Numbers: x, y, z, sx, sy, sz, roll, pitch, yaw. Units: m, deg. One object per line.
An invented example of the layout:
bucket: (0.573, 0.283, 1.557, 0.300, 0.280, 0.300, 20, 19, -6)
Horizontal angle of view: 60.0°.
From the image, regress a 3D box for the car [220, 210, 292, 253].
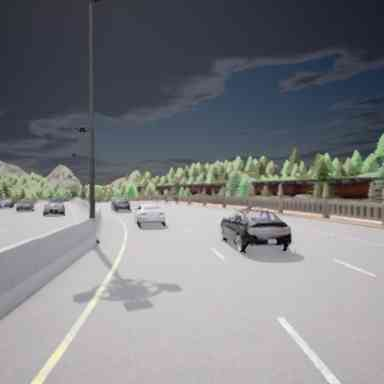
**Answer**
car: (2.422, 1.470, 13.687, 2.128, 1.511, 4.902, 0, 0, -7)

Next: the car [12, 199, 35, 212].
car: (-20.302, 1.634, 40.687, 1.837, 1.490, 4.892, -1, 0, -21)

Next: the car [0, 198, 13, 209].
car: (-27.375, 1.669, 49.178, 2.128, 1.511, 4.902, 0, 0, -21)

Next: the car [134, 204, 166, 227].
car: (-2.965, 1.531, 23.059, 1.812, 1.442, 4.674, 0, 0, -13)

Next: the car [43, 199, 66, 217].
car: (-13.466, 1.644, 32.686, 1.994, 1.385, 4.181, 0, 0, -20)

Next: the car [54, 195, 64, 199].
car: (-28.508, 1.526, 71.294, 2.097, 1.767, 4.553, 0, 0, -21)

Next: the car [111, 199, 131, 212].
car: (-8.597, 1.524, 39.984, 2.128, 1.511, 4.902, 0, 0, -21)
